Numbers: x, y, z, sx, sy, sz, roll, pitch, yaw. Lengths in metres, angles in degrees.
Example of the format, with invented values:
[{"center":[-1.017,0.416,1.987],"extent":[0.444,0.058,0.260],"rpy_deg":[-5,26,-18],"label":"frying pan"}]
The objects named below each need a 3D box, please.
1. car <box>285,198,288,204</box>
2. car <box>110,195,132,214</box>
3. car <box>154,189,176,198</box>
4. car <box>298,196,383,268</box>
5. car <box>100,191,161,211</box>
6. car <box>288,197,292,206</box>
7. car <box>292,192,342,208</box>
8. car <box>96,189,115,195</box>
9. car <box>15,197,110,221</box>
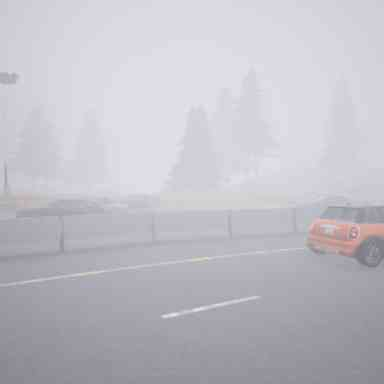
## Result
[{"center":[11.988,0.729,34.080],"extent":[4.892,1.490,1.837],"rpy_deg":[0,1,-9],"label":"car"},{"center":[-7.123,1.091,24.050],"extent":[4.718,1.301,1.895],"rpy_deg":[-1,1,-27],"label":"car"},{"center":[-5.062,0.229,62.644],"extent":[1.812,1.442,4.674],"rpy_deg":[1,1,30],"label":"car"},{"center":[5.958,1.124,10.491],"extent":[4.553,1.767,2.097],"rpy_deg":[-1,1,-23],"label":"car"},{"center":[-5.123,0.885,28.854],"extent":[4.902,1.511,2.128],"rpy_deg":[0,1,-24],"label":"car"},{"center":[11.638,0.829,30.490],"extent":[4.674,1.442,1.812],"rpy_deg":[-1,1,-10],"label":"car"},{"center":[10.835,0.919,26.583],"extent":[4.674,1.442,1.812],"rpy_deg":[-1,1,-11],"label":"car"},{"center":[-12.601,0.354,47.904],"extent":[2.097,1.767,4.553],"rpy_deg":[1,1,25],"label":"car"},{"center":[-7.651,1.088,19.553],"extent":[4.892,1.490,1.837],"rpy_deg":[0,0,-29],"label":"car"}]
